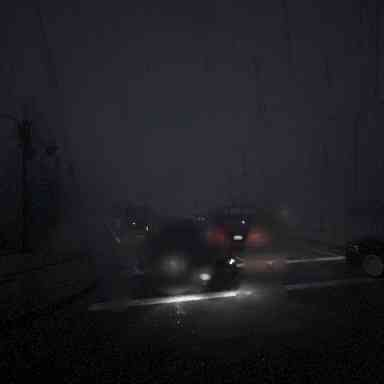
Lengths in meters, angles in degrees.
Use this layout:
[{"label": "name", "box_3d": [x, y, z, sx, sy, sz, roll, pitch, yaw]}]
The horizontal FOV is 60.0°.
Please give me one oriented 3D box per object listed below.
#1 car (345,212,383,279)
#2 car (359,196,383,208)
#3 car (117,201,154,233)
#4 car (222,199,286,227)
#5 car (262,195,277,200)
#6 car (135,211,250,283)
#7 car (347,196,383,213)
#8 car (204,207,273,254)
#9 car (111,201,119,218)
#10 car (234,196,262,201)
[{"label": "car", "box_3d": [6.534, 1.475, 8.257, 5.008, 1.535, 1.882, 0, 0, 39]}, {"label": "car", "box_3d": [23.875, 1.273, 43.219, 1.845, 1.501, 3.633, 0, 0, -17]}, {"label": "car", "box_3d": [-3.111, 1.529, 19.954, 2.033, 1.411, 5.357, 0, 0, -17]}, {"label": "car", "box_3d": [2.840, 1.467, 19.907, 5.357, 1.411, 2.033, -3, 1, -15]}, {"label": "car", "box_3d": [10.314, 1.277, 47.135, 2.152, 1.636, 5.027, 0, 0, -17]}, {"label": "car", "box_3d": [-0.370, 1.543, 10.122, 2.033, 1.411, 5.357, 0, 0, -15]}, {"label": "car", "box_3d": [15.578, 1.356, 29.226, 1.970, 1.475, 3.806, 0, 0, -17]}, {"label": "car", "box_3d": [1.348, 1.538, 13.403, 2.033, 1.411, 5.357, 0, 0, -4]}, {"label": "car", "box_3d": [-6.280, 1.515, 30.103, 2.033, 1.411, 5.357, 0, 0, -17]}, {"label": "car", "box_3d": [7.327, 1.287, 46.177, 2.007, 1.523, 4.514, 0, 0, -17]}]
